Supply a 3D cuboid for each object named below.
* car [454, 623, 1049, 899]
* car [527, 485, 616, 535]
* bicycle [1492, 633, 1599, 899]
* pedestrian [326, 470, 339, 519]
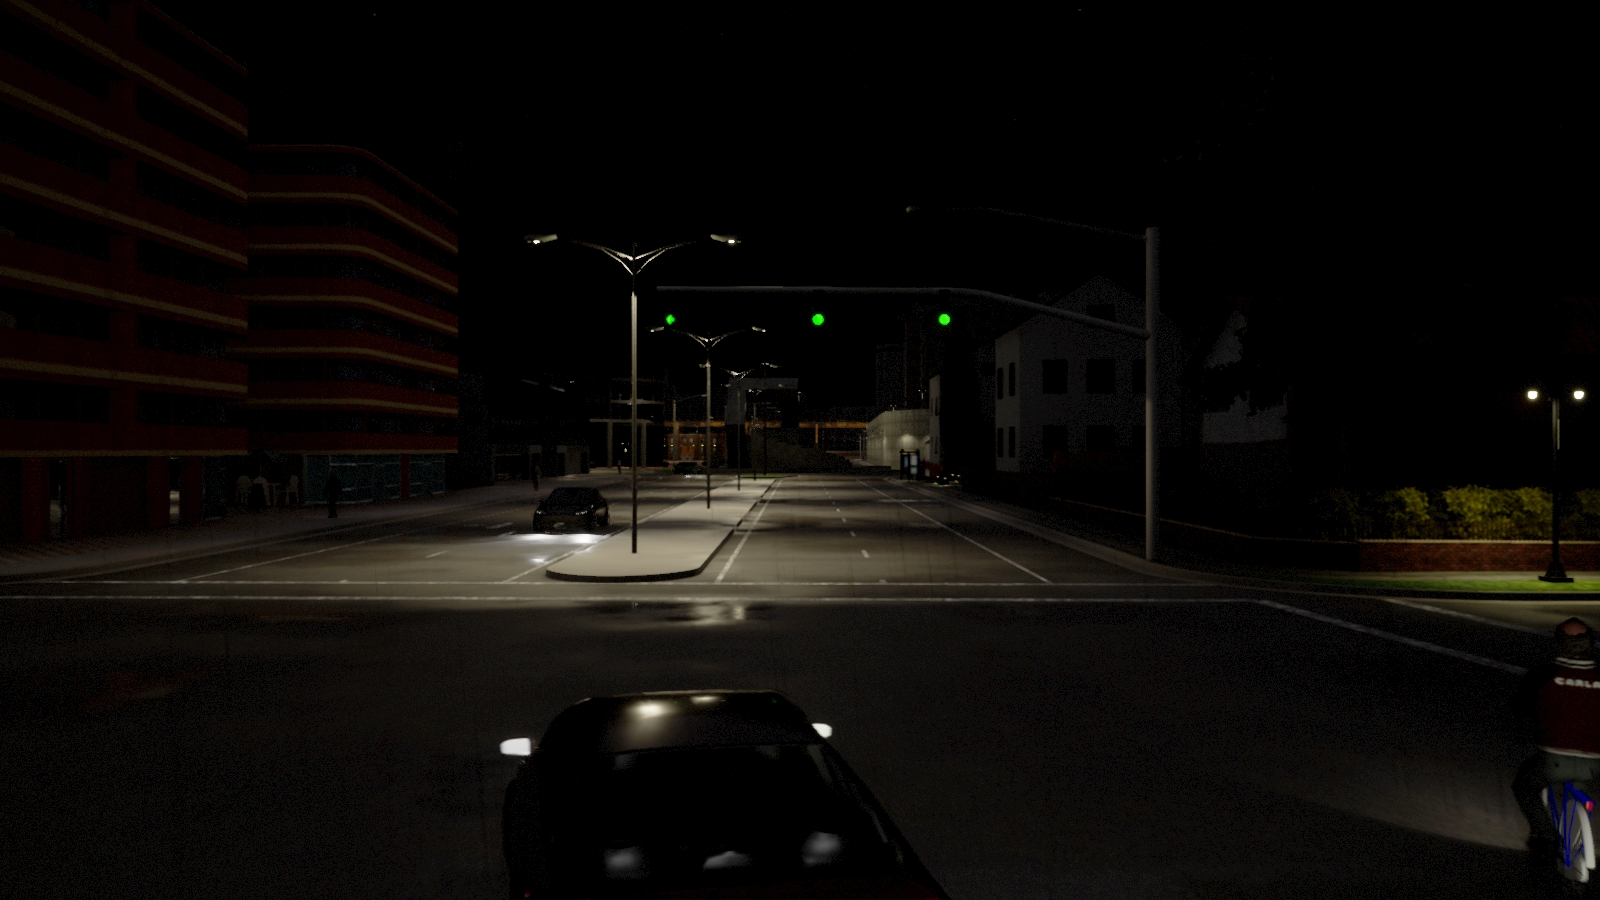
[{"bbox_3d":[-0.585,2.040,6.008,2.007,1.525,4.514,0,0,-12],"label":"car"},{"bbox_3d":[-7.959,2.062,40.295,2.163,1.488,4.792,0,0,0],"label":"car"},{"bbox_3d":[4.725,2.048,7.196,0.329,1.496,1.835,3,1,24],"label":"bicycle"},{"bbox_3d":[-17.800,1.696,43.491,0.375,1.860,0.375,0,0,-3],"label":"pedestrian"}]
